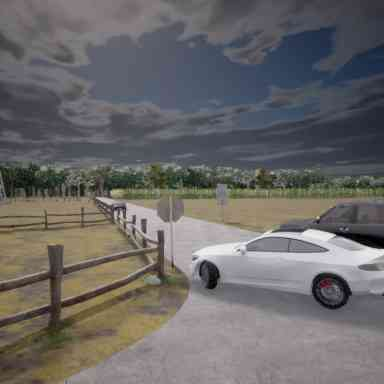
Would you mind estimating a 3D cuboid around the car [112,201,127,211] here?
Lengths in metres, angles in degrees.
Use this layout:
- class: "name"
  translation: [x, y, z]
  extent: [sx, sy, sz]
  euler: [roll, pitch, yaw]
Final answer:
- class: "car"
  translation: [-10.884, 1.988, 49.471]
  extent: [2.033, 1.411, 5.357]
  euler: [-2, 0, -18]

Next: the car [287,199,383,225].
- class: "car"
  translation: [5.109, 1.230, 9.839]
  extent: [2.150, 2.045, 5.566]
  euler: [-1, -1, -40]

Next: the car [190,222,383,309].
- class: "car"
  translation: [2.136, 1.616, 8.008]
  extent: [4.674, 1.442, 1.812]
  euler: [-2, 0, 34]
